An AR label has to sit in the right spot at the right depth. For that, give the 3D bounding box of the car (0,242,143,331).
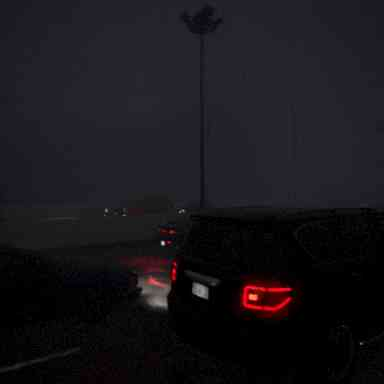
[{"bbox_3d":[-3.564,1.591,5.563,5.357,1.411,2.033,0,0,-36],"label":"car"}]

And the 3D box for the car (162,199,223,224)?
[{"bbox_3d":[0.115,1.482,26.497,4.553,1.767,2.097,0,0,-41],"label":"car"}]

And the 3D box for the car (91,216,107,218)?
[{"bbox_3d":[-6.322,1.526,30.223,4.553,1.767,2.097,0,0,-40],"label":"car"}]

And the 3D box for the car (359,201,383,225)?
[{"bbox_3d":[14.608,1.543,25.211,5.008,1.535,1.882,0,0,-43],"label":"car"}]

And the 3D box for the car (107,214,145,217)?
[{"bbox_3d":[-3.828,1.374,27.711,5.566,2.045,2.150,0,0,-40],"label":"car"}]

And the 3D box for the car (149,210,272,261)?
[{"bbox_3d":[0.882,1.568,13.298,4.892,1.490,1.837,0,0,-38],"label":"car"}]

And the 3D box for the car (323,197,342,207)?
[{"bbox_3d":[24.432,1.658,57.673,1.882,1.535,5.008,0,0,37],"label":"car"}]

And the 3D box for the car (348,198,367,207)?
[{"bbox_3d":[28.659,1.717,57.420,2.033,1.411,5.357,0,0,36],"label":"car"}]

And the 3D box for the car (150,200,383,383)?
[{"bbox_3d":[2.242,1.241,5.497,5.566,2.045,2.150,0,0,-37],"label":"car"}]

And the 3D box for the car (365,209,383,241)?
[{"bbox_3d":[11.094,1.588,17.192,5.357,1.411,2.033,0,0,-41],"label":"car"}]
